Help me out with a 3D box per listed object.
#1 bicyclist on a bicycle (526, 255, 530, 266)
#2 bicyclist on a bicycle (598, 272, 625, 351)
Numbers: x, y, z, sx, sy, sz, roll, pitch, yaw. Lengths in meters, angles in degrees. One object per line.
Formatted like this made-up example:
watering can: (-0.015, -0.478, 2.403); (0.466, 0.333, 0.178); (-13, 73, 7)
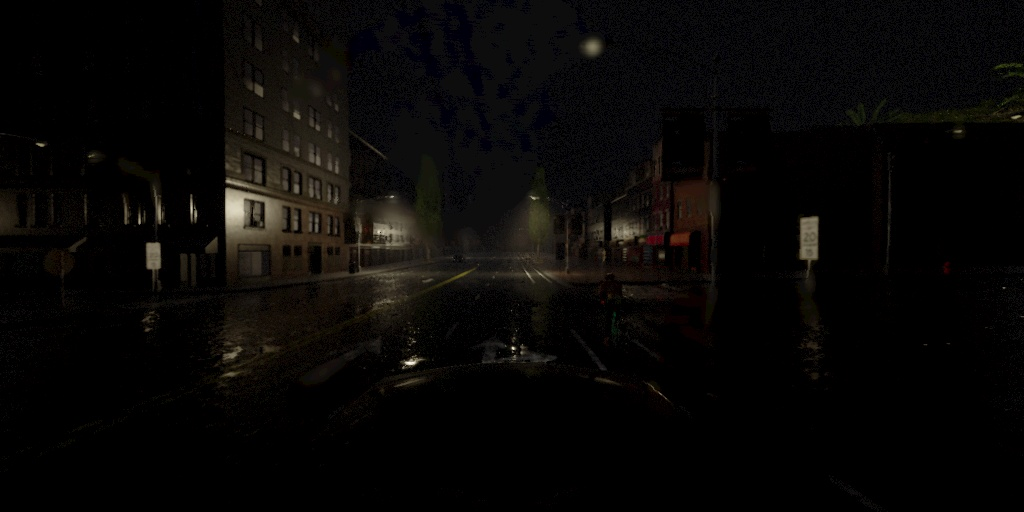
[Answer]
bicyclist on a bicycle: (2.246, 0.700, 50.835); (0.659, 1.776, 1.843); (0, 1, 0)
bicyclist on a bicycle: (2.248, 1.203, 8.106); (0.582, 1.620, 1.656); (0, 0, 0)
